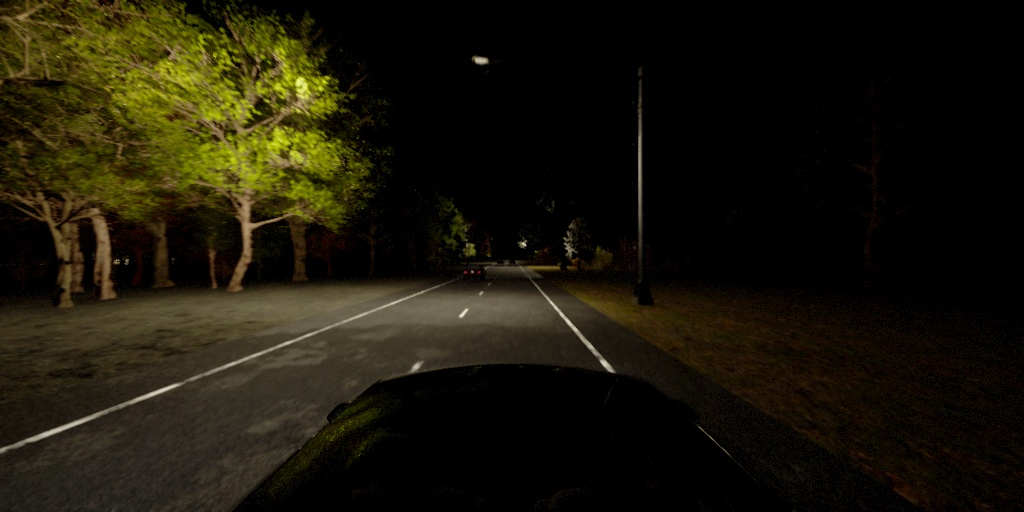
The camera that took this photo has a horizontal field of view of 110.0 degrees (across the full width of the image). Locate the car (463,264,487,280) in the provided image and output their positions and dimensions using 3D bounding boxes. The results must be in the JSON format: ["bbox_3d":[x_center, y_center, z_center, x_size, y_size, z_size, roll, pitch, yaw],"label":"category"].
[{"bbox_3d":[-3.481,1.483,33.988,2.033,1.411,5.357,0,0,0],"label":"car"}]
